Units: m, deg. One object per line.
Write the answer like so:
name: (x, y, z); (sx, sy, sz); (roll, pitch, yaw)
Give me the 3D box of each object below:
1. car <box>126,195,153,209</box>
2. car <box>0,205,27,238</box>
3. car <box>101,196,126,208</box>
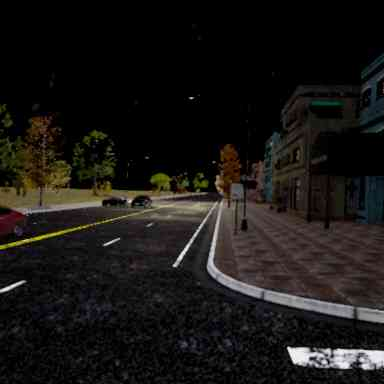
car: (-5.892, 1.169, 39.429); (1.837, 1.490, 4.892); (2, 0, 6)
car: (-8.455, 1.207, 13.121); (1.812, 1.442, 4.674); (2, 0, 6)
car: (-9.142, 1.144, 39.617); (1.895, 1.301, 4.718); (2, 0, 6)
